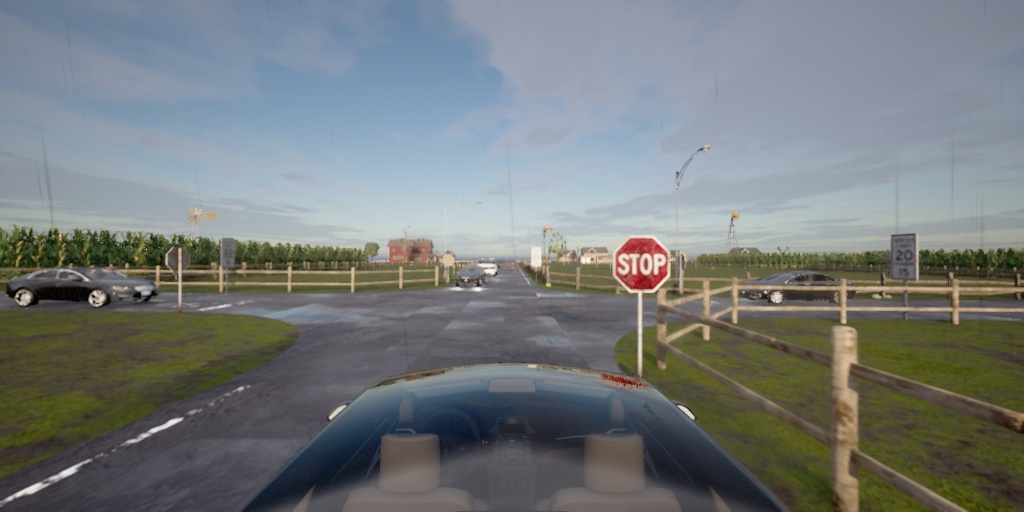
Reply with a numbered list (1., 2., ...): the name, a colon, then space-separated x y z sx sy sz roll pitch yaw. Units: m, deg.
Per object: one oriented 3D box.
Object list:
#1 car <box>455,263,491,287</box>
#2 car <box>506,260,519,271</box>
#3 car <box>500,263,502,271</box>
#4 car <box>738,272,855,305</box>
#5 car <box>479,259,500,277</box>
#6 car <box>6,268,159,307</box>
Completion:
1. car: -3.060 1.478 27.363 1.837 1.490 4.892 0 0 4
2. car: 0.056 1.761 61.573 2.128 1.511 4.902 0 0 0
3. car: -2.715 1.889 63.825 1.895 1.301 4.718 0 -1 0
4. car: 13.619 1.511 17.335 4.892 1.490 1.837 0 0 0
5. car: -2.814 1.310 40.738 2.150 2.045 5.566 0 0 0
6. car: -17.451 1.231 14.725 4.902 1.511 2.128 1 0 0
